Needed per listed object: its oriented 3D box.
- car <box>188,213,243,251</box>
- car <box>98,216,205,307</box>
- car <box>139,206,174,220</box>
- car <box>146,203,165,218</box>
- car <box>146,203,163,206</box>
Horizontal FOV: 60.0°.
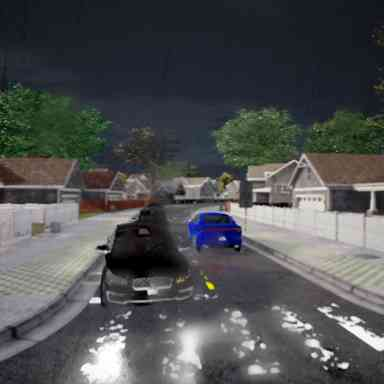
[{"bbox_3d":[0.919,1.665,15.096,1.882,1.535,5.008,0,-1,-5],"label":"car"},{"bbox_3d":[-1.273,1.594,8.418,1.837,1.490,4.892,1,-1,-13],"label":"car"},{"bbox_3d":[-2.113,1.705,17.797,1.837,1.490,4.892,0,-1,-7],"label":"car"},{"bbox_3d":[-3.986,1.948,36.844,1.812,1.442,4.674,0,-1,-2],"label":"car"},{"bbox_3d":[-3.135,1.799,27.006,2.128,1.511,4.902,0,-1,-6],"label":"car"}]
